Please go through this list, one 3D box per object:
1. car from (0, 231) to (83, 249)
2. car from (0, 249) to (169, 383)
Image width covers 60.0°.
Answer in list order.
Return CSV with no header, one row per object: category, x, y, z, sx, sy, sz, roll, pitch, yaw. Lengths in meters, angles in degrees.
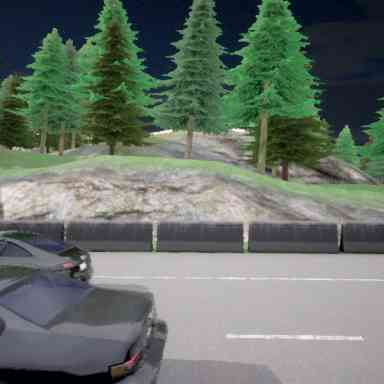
car,-4.336,1.564,7.228,4.181,1.385,1.994,0,0,2
car,-2.975,1.546,3.677,5.357,1.411,2.033,0,0,2
